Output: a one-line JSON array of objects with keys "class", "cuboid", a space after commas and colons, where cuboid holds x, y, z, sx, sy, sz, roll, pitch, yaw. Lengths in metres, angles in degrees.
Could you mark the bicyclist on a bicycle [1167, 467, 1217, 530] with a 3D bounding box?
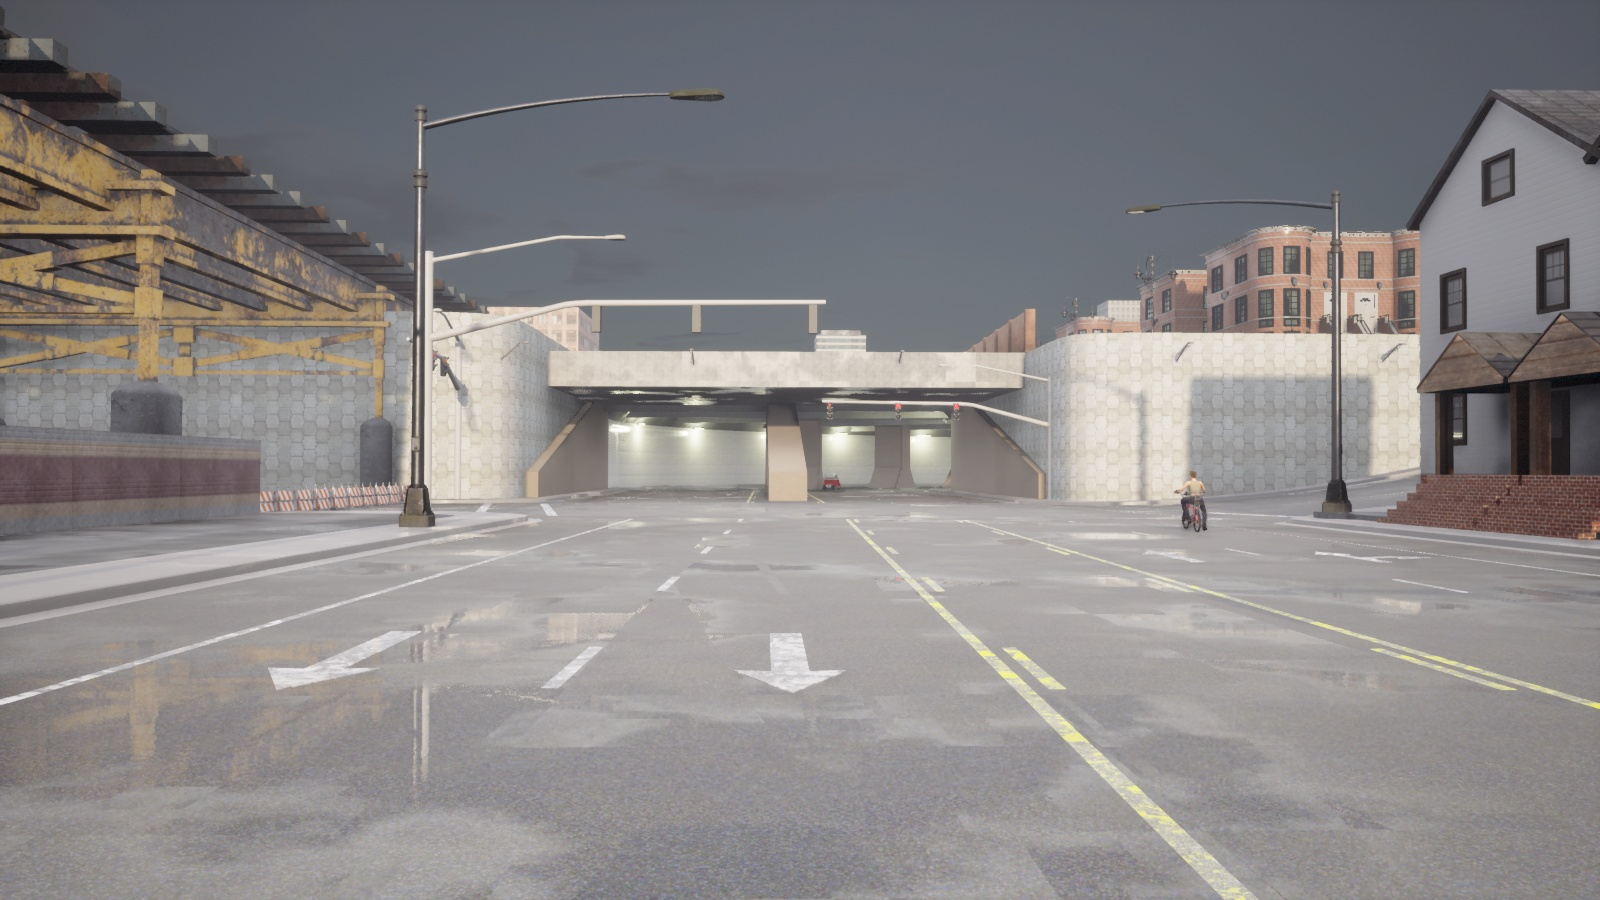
[{"class": "bicyclist on a bicycle", "cuboid": [10.414, 1.267, 33.390, 0.866, 1.612, 1.509, 0, 1, 0]}]
